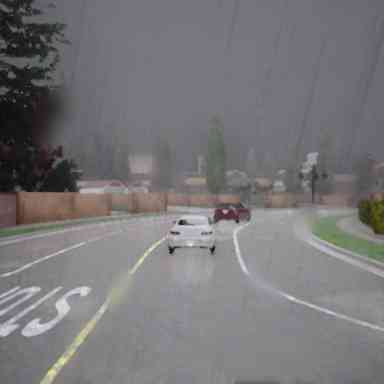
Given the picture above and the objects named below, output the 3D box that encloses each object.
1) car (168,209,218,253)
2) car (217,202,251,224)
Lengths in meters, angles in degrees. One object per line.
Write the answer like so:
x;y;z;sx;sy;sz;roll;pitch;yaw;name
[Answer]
0.101;1.664;14.291;1.812;1.442;4.674;0;0;4;car
3.471;1.612;27.832;2.097;1.767;4.553;0;-1;25;car
